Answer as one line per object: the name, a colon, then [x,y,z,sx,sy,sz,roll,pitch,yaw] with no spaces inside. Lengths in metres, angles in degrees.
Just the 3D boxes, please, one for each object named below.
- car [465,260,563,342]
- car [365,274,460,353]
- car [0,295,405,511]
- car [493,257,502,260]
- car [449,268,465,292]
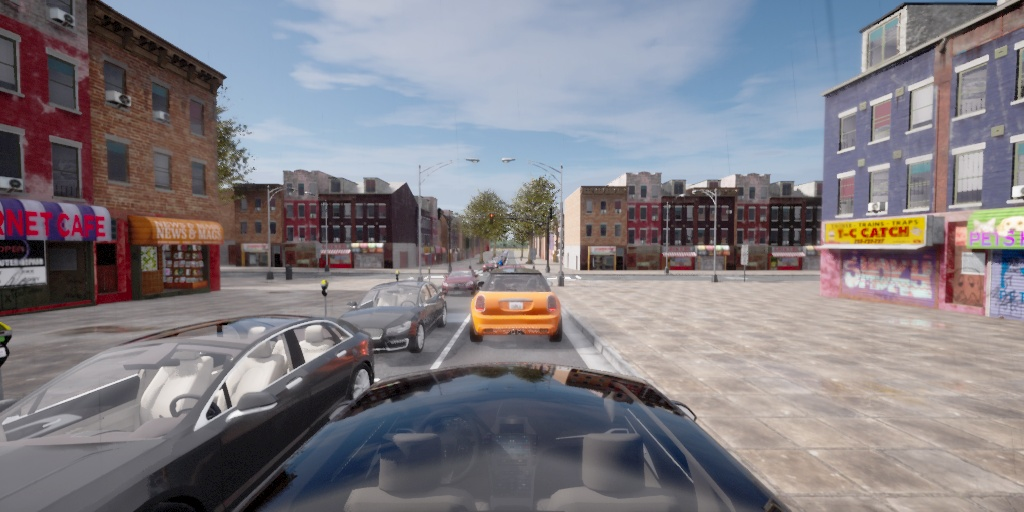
car: [0.085,1.100,9.905,2.097,1.767,4.553,0,0,0]
car: [-2.653,1.298,8.596,2.007,1.370,4.403,0,0,0]
car: [-2.643,1.300,3.147,2.007,1.370,4.403,0,0,0]
car: [-2.723,1.240,46.265,1.967,1.591,4.097,0,0,0]
car: [-2.673,1.334,19.490,1.802,1.307,4.207,0,0,0]
